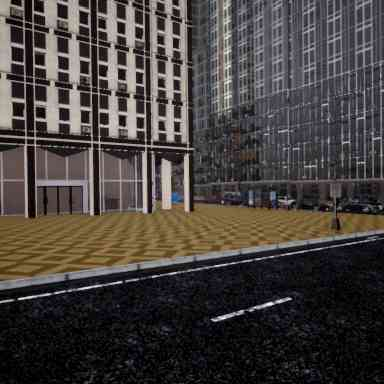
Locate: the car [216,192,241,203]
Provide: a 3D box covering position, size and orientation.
[{"bbox_3d":[6.299,1.174,51.140,1.837,1.490,4.892,-1,1,-34],"label":"car"}]

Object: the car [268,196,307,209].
[{"bbox_3d":[12.115,1.289,42.576,1.812,1.442,4.674,-1,1,-34],"label":"car"}]

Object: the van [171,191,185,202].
[{"bbox_3d":[-2.968,0.935,60.168,1.690,1.788,3.998,0,1,-34],"label":"van"}]

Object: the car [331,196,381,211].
[{"bbox_3d":[18.832,1.283,38.383,1.837,1.490,4.892,-1,1,-34],"label":"car"}]

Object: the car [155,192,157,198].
[{"bbox_3d":[-8.817,0.683,83.680,1.967,1.590,4.097,0,1,-34],"label":"car"}]

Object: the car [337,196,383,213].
[{"bbox_3d":[17.302,1.339,34.941,2.128,1.511,4.902,-1,1,-34],"label":"car"}]

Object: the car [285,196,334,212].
[{"bbox_3d":[12.900,1.422,36.595,1.947,1.339,4.313,-1,1,-34],"label":"car"}]

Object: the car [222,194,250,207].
[{"bbox_3d":[6.572,1.317,46.041,1.947,1.339,4.313,-1,1,-34],"label":"car"}]

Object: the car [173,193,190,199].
[{"bbox_3d":[-2.427,0.933,74.282,1.802,1.307,4.206,0,1,-34],"label":"car"}]

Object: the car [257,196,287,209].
[{"bbox_3d":[9.719,1.386,41.308,1.802,1.307,4.206,-1,1,-34],"label":"car"}]

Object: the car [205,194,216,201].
[{"bbox_3d":[3.963,1.041,64.880,1.802,1.307,4.206,-1,1,-34],"label":"car"}]

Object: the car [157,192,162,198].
[{"bbox_3d":[-5.622,0.612,78.979,2.192,1.841,5.009,0,1,-34],"label":"car"}]

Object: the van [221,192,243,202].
[{"bbox_3d":[7.158,0.853,60.177,1.690,1.788,3.998,-1,1,-34],"label":"van"}]
